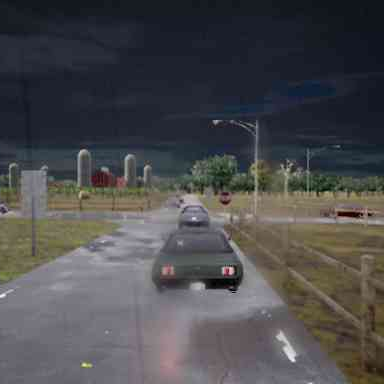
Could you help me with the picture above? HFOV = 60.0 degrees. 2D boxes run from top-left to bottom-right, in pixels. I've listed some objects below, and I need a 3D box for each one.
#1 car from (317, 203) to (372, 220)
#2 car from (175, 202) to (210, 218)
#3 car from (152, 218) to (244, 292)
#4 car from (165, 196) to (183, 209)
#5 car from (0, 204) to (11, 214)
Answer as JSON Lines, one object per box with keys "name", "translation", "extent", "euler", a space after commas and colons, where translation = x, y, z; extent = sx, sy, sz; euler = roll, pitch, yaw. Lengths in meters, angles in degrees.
{"name": "car", "translation": [14.971, 1.841, 32.755], "extent": [5.008, 1.535, 1.882], "euler": [1, 1, 0]}
{"name": "car", "translation": [0.133, 1.608, 22.213], "extent": [1.994, 1.385, 4.181], "euler": [0, 0, 0]}
{"name": "car", "translation": [0.119, 1.620, 8.924], "extent": [1.895, 1.301, 4.718], "euler": [0, 0, 0]}
{"name": "car", "translation": [-2.732, 1.428, 47.661], "extent": [2.097, 1.767, 4.553], "euler": [0, 0, 0]}
{"name": "car", "translation": [-18.685, 1.302, 29.659], "extent": [4.674, 1.442, 1.812], "euler": [1, 1, 0]}
